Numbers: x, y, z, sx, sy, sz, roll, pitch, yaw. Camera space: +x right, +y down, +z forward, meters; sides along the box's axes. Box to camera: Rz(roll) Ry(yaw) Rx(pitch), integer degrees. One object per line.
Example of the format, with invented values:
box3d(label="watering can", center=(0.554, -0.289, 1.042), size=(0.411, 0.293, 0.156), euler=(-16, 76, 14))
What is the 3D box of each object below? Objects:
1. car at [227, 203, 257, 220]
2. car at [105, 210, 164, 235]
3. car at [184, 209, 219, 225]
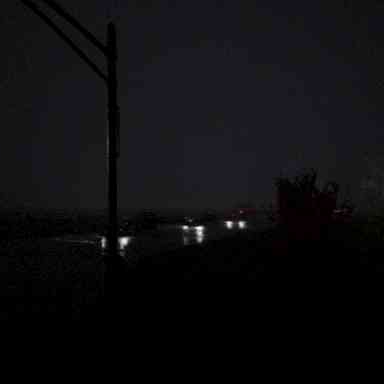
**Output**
box3d(label="car", center=(6.283, 2.365, 41.330), size=(2.150, 2.045, 5.566), euler=(-1, -2, 30))
box3d(label="car", center=(-3.929, 2.085, 23.513), size=(1.882, 1.535, 5.008), euler=(-1, -2, 30))
box3d(label="car", center=(1.021, 2.393, 32.141), size=(1.812, 1.442, 4.674), euler=(-1, -2, 30))
